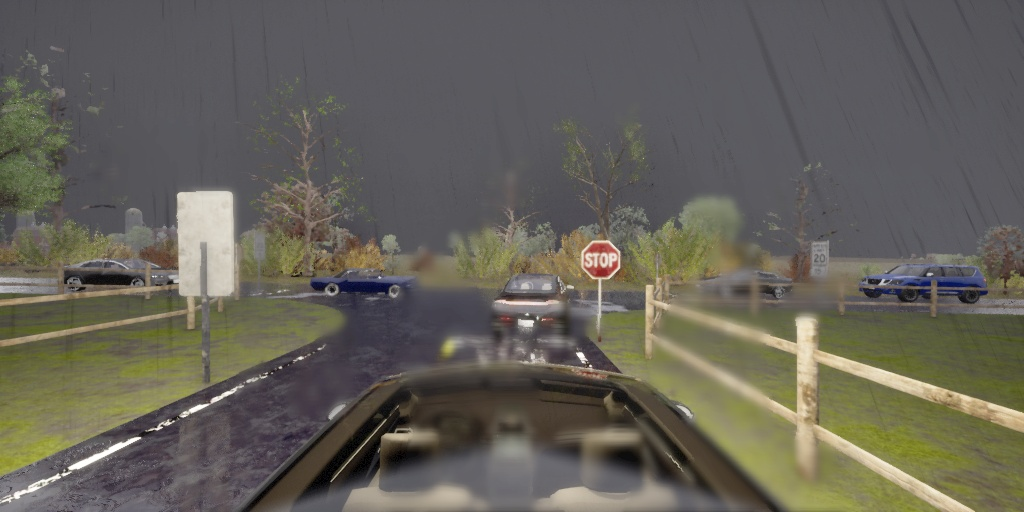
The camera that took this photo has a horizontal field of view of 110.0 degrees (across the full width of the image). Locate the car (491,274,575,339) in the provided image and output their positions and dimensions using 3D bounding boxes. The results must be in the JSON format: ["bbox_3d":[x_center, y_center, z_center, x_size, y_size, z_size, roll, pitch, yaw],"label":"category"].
[{"bbox_3d":[0.708,1.240,10.126,2.128,1.511,4.902,0,0,9],"label":"car"}]

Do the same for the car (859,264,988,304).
[{"bbox_3d":[22.903,1.467,20.069,5.566,2.045,2.150,1,1,0],"label":"car"}]

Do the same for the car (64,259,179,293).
[{"bbox_3d":[-18.487,0.885,17.178,4.902,1.511,2.128,1,1,0],"label":"car"}]

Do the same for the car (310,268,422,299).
[{"bbox_3d":[-6.819,1.249,17.159,4.718,1.301,1.895,1,1,0],"label":"car"}]

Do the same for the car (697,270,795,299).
[{"bbox_3d":[13.007,1.526,20.082,4.902,1.511,2.128,1,1,0],"label":"car"}]
